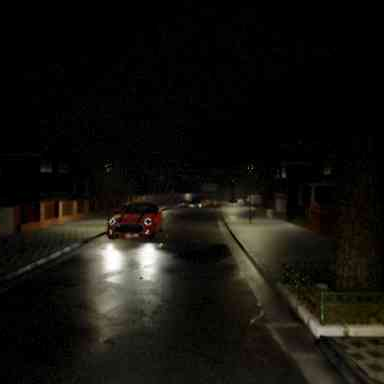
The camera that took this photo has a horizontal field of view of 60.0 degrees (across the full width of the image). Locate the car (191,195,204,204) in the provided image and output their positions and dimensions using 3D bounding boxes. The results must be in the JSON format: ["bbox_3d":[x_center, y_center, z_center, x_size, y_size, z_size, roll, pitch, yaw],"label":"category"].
[{"bbox_3d":[0.989,1.322,59.013,1.882,1.535,5.008,0,0,9],"label":"car"}]

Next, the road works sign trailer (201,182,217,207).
[{"bbox_3d":[2.541,0.324,49.360,2.380,3.560,2.880,0,0,7],"label":"road works sign trailer"}]

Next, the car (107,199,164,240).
[{"bbox_3d":[-2.656,1.284,16.482,2.097,1.767,4.553,0,0,2],"label":"car"}]
